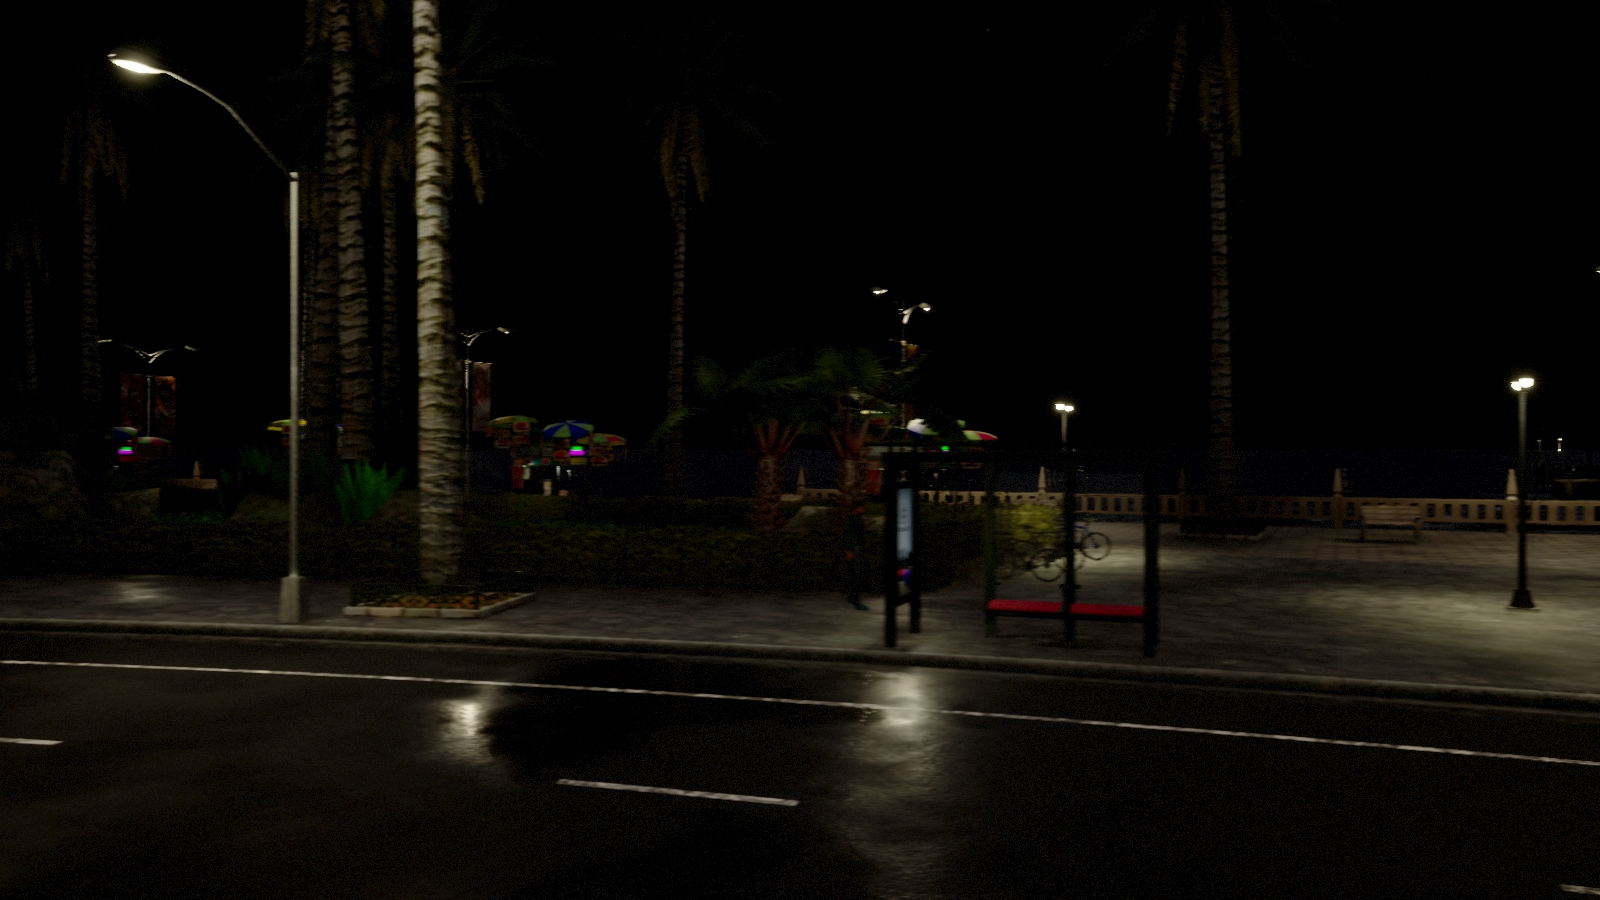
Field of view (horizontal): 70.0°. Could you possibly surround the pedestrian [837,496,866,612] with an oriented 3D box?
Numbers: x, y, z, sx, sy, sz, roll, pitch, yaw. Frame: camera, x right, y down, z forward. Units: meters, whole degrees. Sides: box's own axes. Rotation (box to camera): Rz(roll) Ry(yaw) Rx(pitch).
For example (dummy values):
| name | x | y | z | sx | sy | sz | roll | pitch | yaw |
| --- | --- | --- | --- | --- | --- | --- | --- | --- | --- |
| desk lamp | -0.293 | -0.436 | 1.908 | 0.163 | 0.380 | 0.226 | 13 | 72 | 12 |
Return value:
| name | x | y | z | sx | sy | sz | roll | pitch | yaw |
| --- | --- | --- | --- | --- | --- | --- | --- | --- | --- |
| pedestrian | 0.845 | 1.691 | 18.745 | 0.375 | 1.860 | 0.375 | 0 | 0 | 19 |
